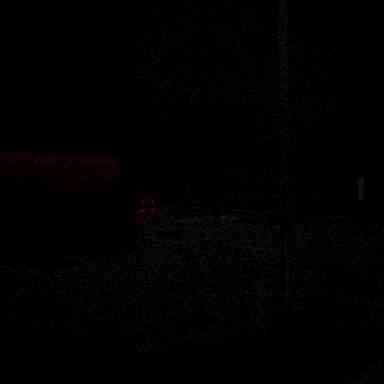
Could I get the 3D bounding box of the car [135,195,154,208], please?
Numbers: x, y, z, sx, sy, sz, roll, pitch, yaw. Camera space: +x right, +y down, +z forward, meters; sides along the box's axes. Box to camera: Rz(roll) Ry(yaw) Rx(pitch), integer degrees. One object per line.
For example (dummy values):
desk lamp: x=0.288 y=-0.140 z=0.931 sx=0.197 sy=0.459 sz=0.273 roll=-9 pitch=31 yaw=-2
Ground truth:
car: x=-7.135 y=1.249 z=45.919 sx=2.097 sy=1.767 sz=4.553 roll=-2 pitch=1 yaw=-37
